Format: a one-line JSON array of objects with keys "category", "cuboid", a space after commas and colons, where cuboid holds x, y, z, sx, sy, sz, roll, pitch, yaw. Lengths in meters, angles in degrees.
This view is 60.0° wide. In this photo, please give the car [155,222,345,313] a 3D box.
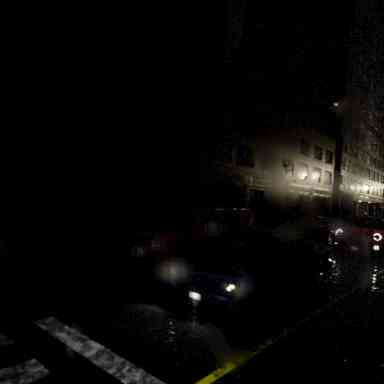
[{"category": "car", "cuboid": [1.808, 1.691, 8.289, 2.033, 1.411, 5.357, 3, 0, 41]}]

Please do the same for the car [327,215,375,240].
[{"category": "car", "cuboid": [11.241, 2.390, 23.369, 1.947, 1.339, 4.313, 4, 0, 41]}]

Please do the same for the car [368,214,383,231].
[{"category": "car", "cuboid": [18.537, 2.898, 31.876, 1.947, 1.339, 4.313, 4, 0, 41]}]

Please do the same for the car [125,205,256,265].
[{"category": "car", "cuboid": [0.316, 1.374, 10.607, 2.192, 1.841, 5.009, 4, 0, 41]}]

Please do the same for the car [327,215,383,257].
[{"category": "car", "cuboid": [8.519, 1.964, 16.103, 2.097, 1.767, 4.553, 3, 0, 41]}]

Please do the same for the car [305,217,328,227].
[{"category": "car", "cuboid": [7.595, 2.114, 19.115, 1.887, 1.381, 4.507, 4, 0, 41]}]
